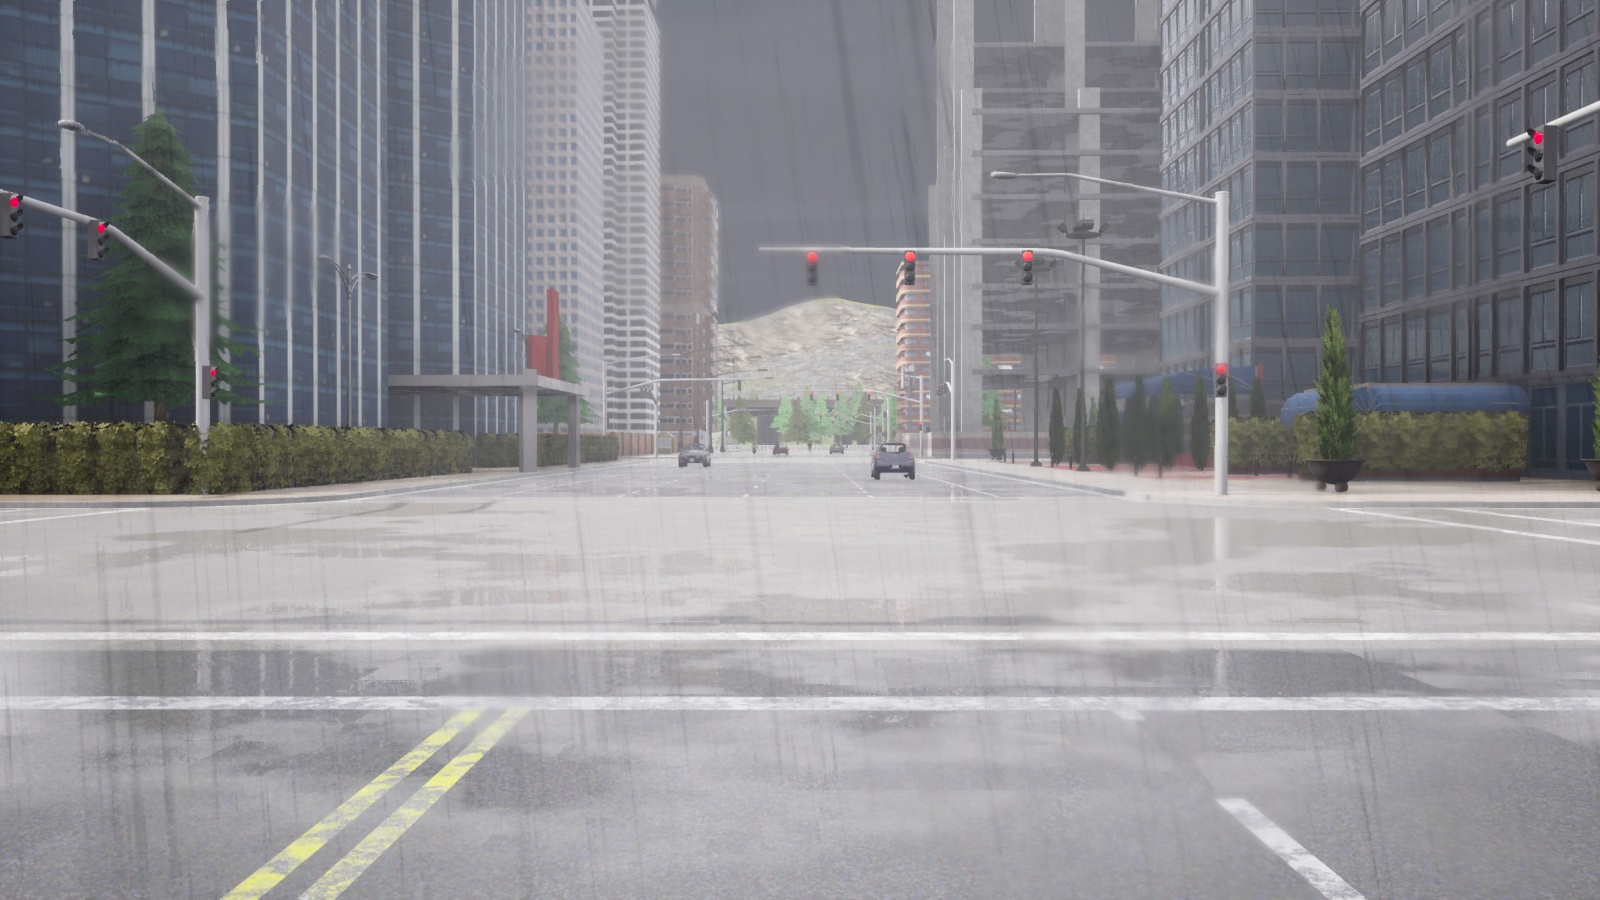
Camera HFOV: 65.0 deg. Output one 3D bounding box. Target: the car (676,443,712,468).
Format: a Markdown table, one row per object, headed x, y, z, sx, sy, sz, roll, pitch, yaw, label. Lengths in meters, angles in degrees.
| x | y | z | sx | sy | sz | roll | pitch | yaw | label |
| --- | --- | --- | --- | --- | --- | --- | --- | --- | --- |
| -6.550 | 0.315 | 77.929 | 1.816 | 1.474 | 4.193 | 0 | 0 | 0 | car |

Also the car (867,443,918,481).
| x | y | z | sx | sy | sz | roll | pitch | yaw | label |
| --- | --- | --- | --- | --- | --- | --- | --- | --- | --- |
| 3.806 | 0.470 | 52.035 | 1.845 | 1.501 | 3.633 | 0 | 0 | 0 | car |
